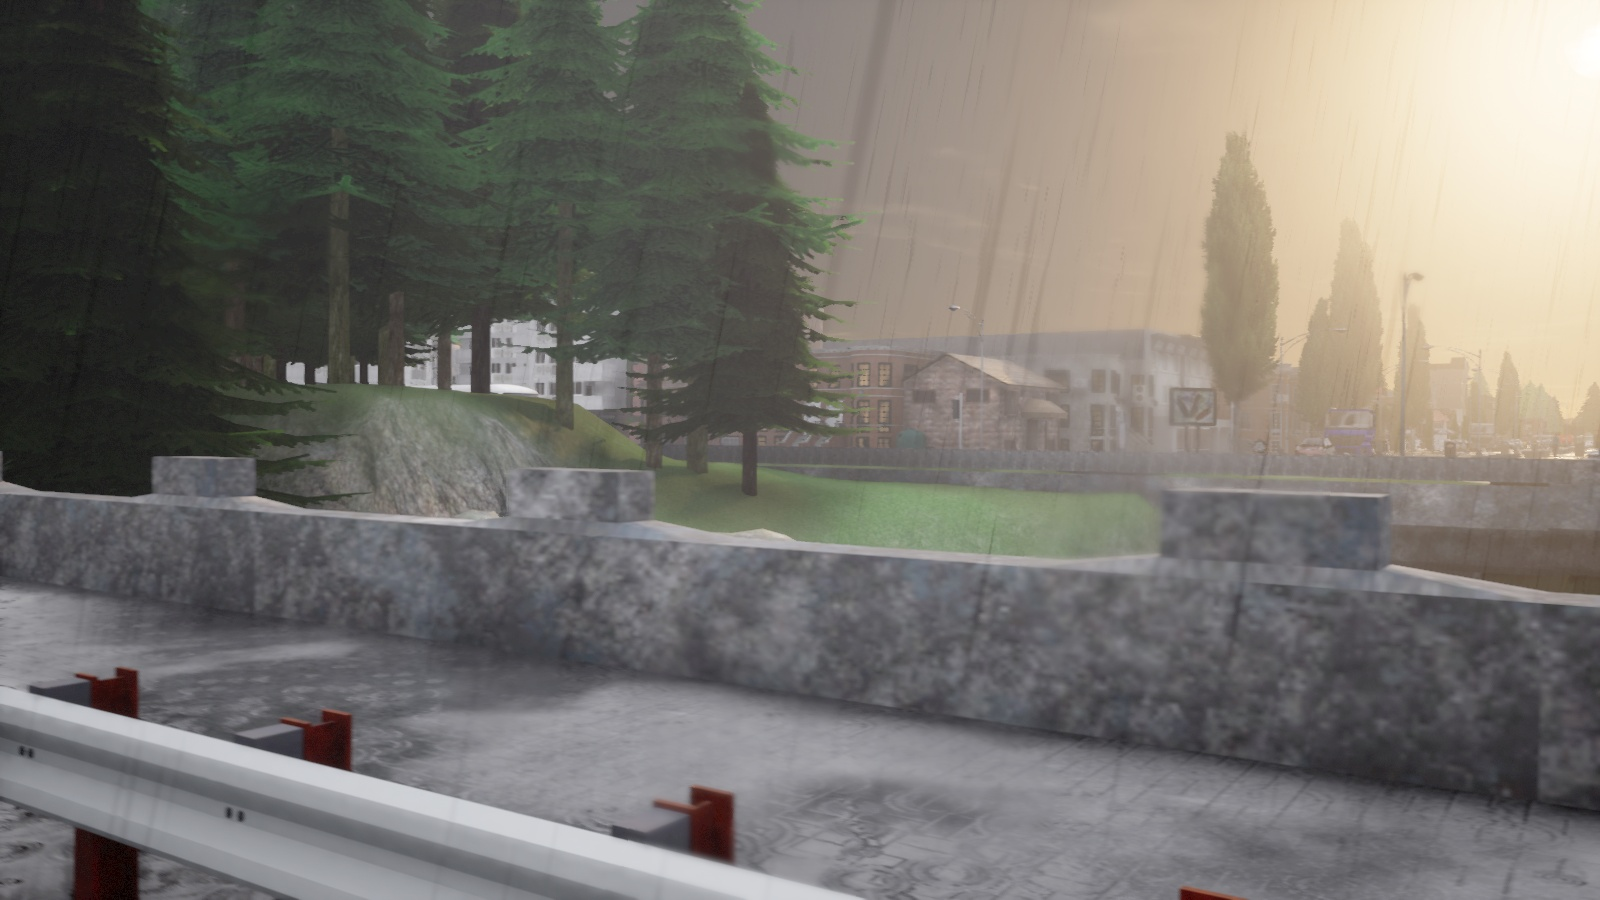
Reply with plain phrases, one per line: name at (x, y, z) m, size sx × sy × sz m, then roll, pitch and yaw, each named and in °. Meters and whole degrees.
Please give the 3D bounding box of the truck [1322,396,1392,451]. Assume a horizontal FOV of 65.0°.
truck at (36.621, -1.707, 82.461) m, size 2.891 × 3.462 × 7.936 m, roll 0°, pitch 1°, yaw 34°

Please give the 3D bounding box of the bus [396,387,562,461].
bus at (-19.696, -1.515, 76.801) m, size 10.273 × 4.253 × 3.944 m, roll 0°, pitch 1°, yaw 34°

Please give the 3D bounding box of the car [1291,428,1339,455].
car at (29.315, -0.496, 71.478) m, size 1.845 × 1.501 × 3.633 m, roll 0°, pitch 1°, yaw 34°
